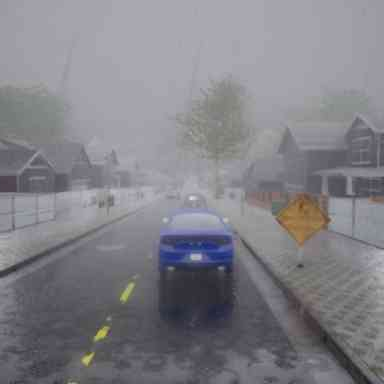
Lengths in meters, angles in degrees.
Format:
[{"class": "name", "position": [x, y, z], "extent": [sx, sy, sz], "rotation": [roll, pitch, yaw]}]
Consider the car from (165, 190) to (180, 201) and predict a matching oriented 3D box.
[{"class": "car", "position": [-2.575, 0.471, 46.360], "extent": [1.994, 1.385, 4.181], "rotation": [0, 1, 1]}]

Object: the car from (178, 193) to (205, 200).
[{"class": "car", "position": [0.216, 0.919, 26.088], "extent": [2.033, 1.411, 5.357], "rotation": [0, 1, 1]}]

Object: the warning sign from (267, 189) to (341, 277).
[{"class": "warning sign", "position": [2.598, 0.921, 7.912], "extent": [1.300, 1.860, 1.060], "rotation": [2, 4, 0]}]

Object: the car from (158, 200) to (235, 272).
[{"class": "car", "position": [0.113, 1.233, 9.910], "extent": [1.882, 1.535, 5.008], "rotation": [0, 2, 0]}]
